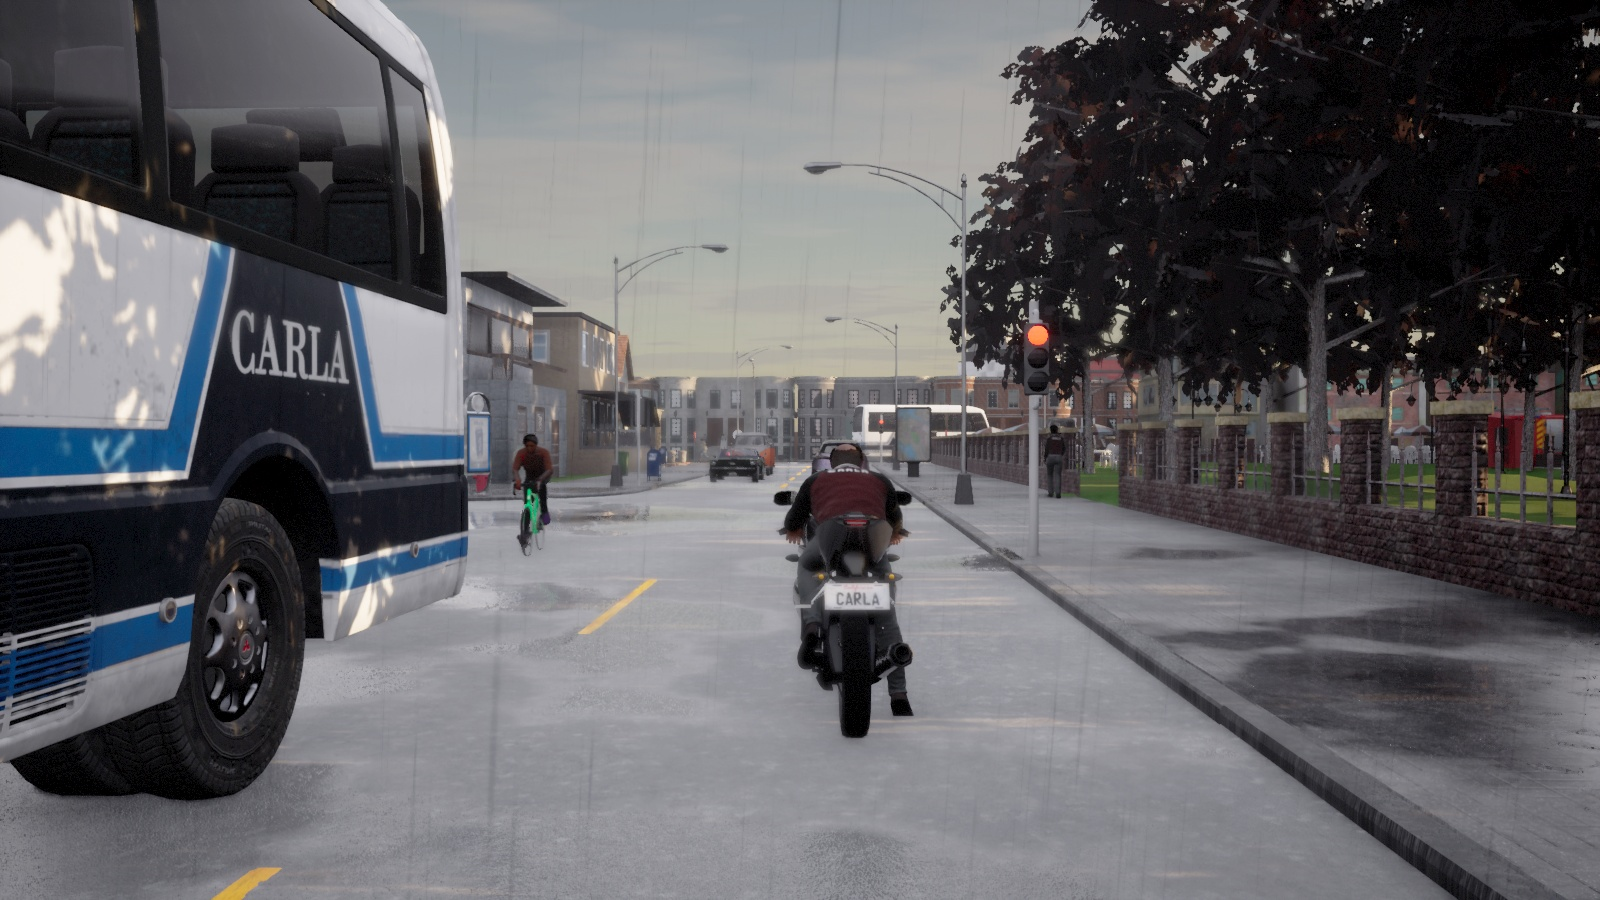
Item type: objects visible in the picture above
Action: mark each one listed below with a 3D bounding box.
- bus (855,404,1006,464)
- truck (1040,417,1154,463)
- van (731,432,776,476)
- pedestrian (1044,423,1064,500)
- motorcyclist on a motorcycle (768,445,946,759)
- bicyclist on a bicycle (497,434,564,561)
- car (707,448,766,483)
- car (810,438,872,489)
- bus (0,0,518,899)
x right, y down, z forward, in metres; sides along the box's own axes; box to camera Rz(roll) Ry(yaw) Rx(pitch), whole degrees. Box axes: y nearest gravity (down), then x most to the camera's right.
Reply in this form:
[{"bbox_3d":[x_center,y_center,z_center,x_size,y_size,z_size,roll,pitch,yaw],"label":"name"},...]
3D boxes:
[{"bbox_3d":[9.446,-1.140,91.628,10.273,4.253,3.944,0,0,-12],"label":"bus"},{"bbox_3d":[22.212,-0.750,94.248,7.936,3.462,2.891,0,0,2],"label":"truck"},{"bbox_3d":[-2.134,0.169,58.141,1.775,1.987,4.442,0,0,2],"label":"van"},{"bbox_3d":[6.370,0.283,31.499,0.402,1.930,0.666,0,0,2],"label":"pedestrian"},{"bbox_3d":[0.271,0.741,7.237,0.866,1.530,2.191,0,0,0],"label":"motorcyclist on a motorcycle"},{"bbox_3d":[-3.606,0.601,16.924,0.582,1.620,1.656,0,1,-2],"label":"bicyclist on a bicycle"},{"bbox_3d":[-2.426,0.568,49.116,1.895,1.301,4.718,0,0,2],"label":"car"},{"bbox_3d":[1.405,0.432,43.541,2.033,1.649,4.856,0,0,2],"label":"car"},{"bbox_3d":[-3.933,-0.649,2.775,3.944,4.253,10.273,0,0,2],"label":"bus"}]
